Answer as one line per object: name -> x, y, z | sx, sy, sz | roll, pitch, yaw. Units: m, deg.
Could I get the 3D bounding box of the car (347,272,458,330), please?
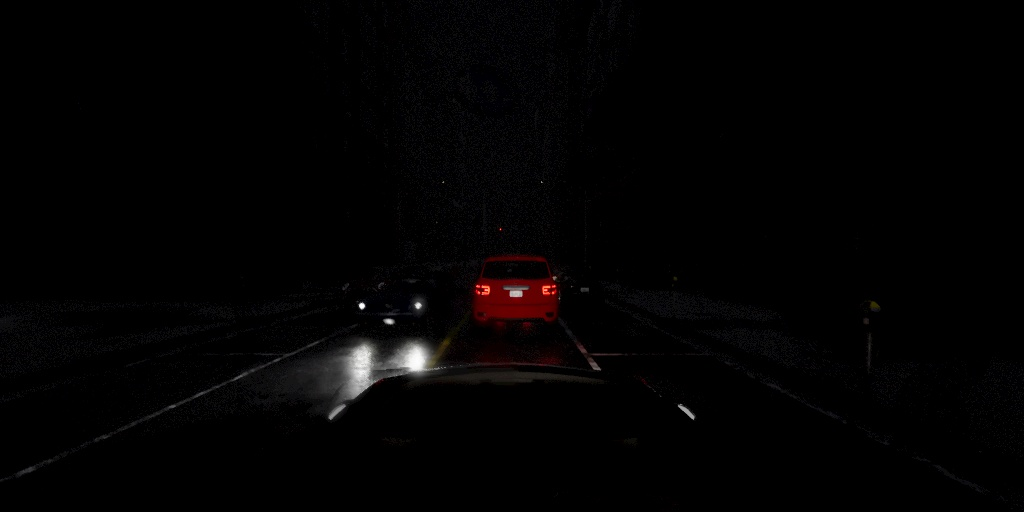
car -> -3.093, 1.349, 11.265 | 1.895, 1.301, 4.718 | 0, 0, 0

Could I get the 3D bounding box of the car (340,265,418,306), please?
car -> -5.758, 1.187, 15.623 | 1.967, 1.591, 4.097 | 0, 0, 0

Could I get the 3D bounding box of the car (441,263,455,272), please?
car -> -5.753, 1.298, 26.634 | 2.007, 1.370, 4.403 | 0, 0, 0

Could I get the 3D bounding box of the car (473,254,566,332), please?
car -> 0.106, 0.969, 10.981 | 2.150, 2.045, 5.566 | 0, 0, 0

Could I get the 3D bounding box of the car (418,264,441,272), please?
car -> -5.755, 1.313, 21.129 | 1.948, 1.339, 4.313 | 0, 0, 0

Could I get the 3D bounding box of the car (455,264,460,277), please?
car -> -5.750, 1.293, 32.139 | 1.888, 1.381, 4.507 | 0, 0, 0

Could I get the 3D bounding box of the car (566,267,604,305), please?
car -> 2.768, 1.313, 15.619 | 1.948, 1.339, 4.313 | 0, 0, 0
